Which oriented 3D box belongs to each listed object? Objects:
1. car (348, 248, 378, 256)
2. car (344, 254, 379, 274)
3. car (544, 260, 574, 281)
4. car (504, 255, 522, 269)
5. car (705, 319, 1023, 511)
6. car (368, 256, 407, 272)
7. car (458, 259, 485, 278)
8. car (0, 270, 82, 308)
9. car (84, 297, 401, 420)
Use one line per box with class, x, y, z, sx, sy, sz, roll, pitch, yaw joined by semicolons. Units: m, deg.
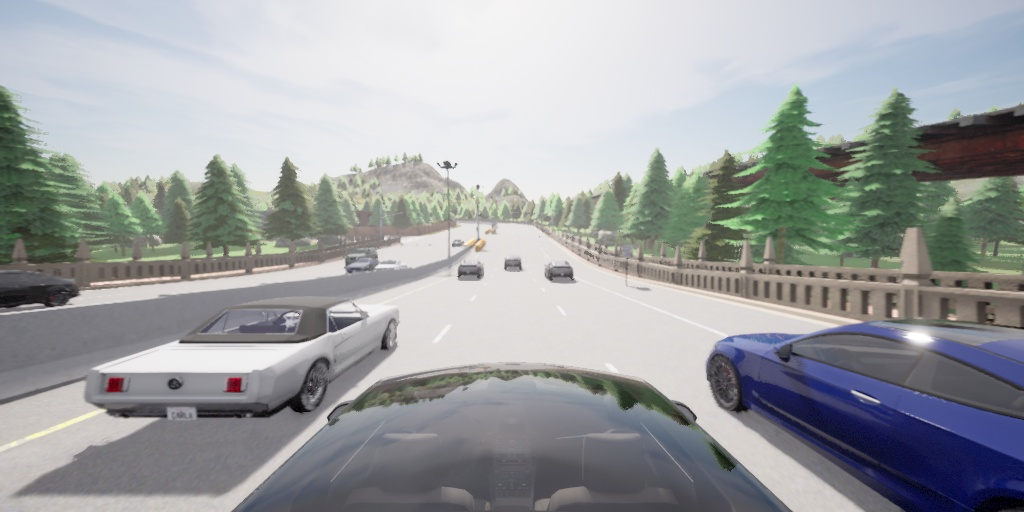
car;-17.579;0.113;42.288;2.150;2.045;5.566;0;4;0
car;-14.091;0.892;34.738;2.033;1.411;5.357;0;3;0
car;3.599;1.056;28.002;2.128;1.511;4.902;0;1;0
car;0.100;0.573;39.543;2.128;1.511;4.902;0;4;0
car;3.600;1.268;3.045;1.812;1.442;4.674;0;0;0
car;-10.594;0.997;31.501;1.812;1.442;4.674;0;2;0
car;-3.401;1.002;30.278;2.128;1.511;4.902;0;2;0
car;-17.610;1.213;11.934;1.812;1.442;4.674;0;0;0
car;-3.400;1.325;5.921;1.895;1.301;4.718;0;0;0
